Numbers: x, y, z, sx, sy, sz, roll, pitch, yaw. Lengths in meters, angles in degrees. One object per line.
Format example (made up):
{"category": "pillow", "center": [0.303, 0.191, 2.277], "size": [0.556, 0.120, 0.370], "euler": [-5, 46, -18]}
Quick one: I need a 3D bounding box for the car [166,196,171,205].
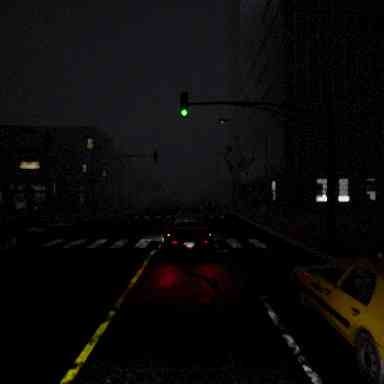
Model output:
{"category": "car", "center": [-5.708, 1.945, 65.001], "size": [1.802, 1.307, 4.206], "euler": [1, 0, 0]}

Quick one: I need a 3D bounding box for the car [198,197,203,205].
{"category": "car", "center": [2.670, 1.921, 70.698], "size": [1.752, 1.417, 4.829], "euler": [1, 0, 0]}

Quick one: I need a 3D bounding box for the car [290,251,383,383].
{"category": "car", "center": [2.837, 1.554, 5.076], "size": [1.752, 1.417, 4.829], "euler": [1, 0, 0]}

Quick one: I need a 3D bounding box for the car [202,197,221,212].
{"category": "car", "center": [2.684, 1.679, 42.854], "size": [1.967, 1.590, 4.097], "euler": [1, 0, 0]}

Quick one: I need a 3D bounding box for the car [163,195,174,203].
{"category": "car", "center": [-5.712, 1.772, 81.605], "size": [2.192, 1.841, 5.009], "euler": [1, 0, 0]}

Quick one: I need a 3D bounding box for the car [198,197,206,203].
{"category": "car", "center": [2.663, 2.033, 87.132], "size": [1.887, 1.381, 4.507], "euler": [1, 0, 0]}

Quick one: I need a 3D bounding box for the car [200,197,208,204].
{"category": "car", "center": [2.668, 1.952, 76.232], "size": [1.752, 1.417, 4.829], "euler": [1, 0, 0]}

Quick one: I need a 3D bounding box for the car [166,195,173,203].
{"category": "car", "center": [-5.710, 1.960, 70.536], "size": [1.947, 1.339, 4.313], "euler": [1, 0, 0]}

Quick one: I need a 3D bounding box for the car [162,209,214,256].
{"category": "car", "center": [-0.220, 1.601, 13.431], "size": [1.812, 1.442, 4.674], "euler": [0, 0, -4]}

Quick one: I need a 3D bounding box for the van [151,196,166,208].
{"category": "van", "center": [-5.700, 1.642, 53.934], "size": [1.690, 1.788, 3.998], "euler": [1, 0, 0]}
